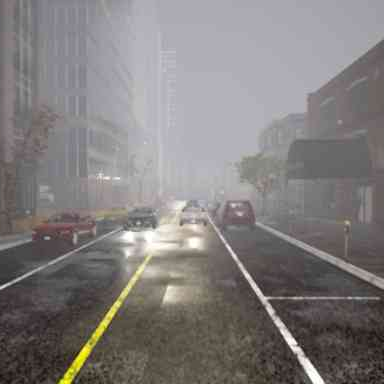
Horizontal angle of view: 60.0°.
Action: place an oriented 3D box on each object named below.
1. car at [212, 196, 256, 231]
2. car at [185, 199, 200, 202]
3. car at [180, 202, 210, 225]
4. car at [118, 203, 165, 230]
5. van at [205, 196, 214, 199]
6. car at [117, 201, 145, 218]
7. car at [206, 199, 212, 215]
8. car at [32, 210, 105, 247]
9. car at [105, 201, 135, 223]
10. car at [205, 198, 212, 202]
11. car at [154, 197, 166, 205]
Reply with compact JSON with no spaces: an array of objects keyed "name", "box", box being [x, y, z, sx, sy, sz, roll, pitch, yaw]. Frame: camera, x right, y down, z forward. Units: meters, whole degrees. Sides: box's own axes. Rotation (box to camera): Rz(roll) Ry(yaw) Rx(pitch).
[{"name":"car","box":[2.674,1.359,20.883,2.192,1.841,5.009,-1,0,0]},{"name":"car","box":[0.099,1.621,45.355,1.812,1.442,4.674,0,0,0]},{"name":"car","box":[0.100,1.652,24.373,1.895,1.301,4.718,0,0,0]},{"name":"car","box":[-3.097,1.609,21.167,1.994,1.385,4.181,0,0,0]},{"name":"van","box":[2.674,1.443,48.555,1.690,1.788,3.998,-1,0,0]},{"name":"car","box":[-5.703,1.593,31.793,1.752,1.417,4.829,-1,0,0]},{"name":"car","box":[2.678,1.633,31.951,1.947,1.339,4.313,-1,0,0]},{"name":"car","box":[-5.702,1.578,15.358,1.887,1.381,4.507,-1,0,0]},{"name":"car","box":[-5.703,1.581,26.258,1.752,1.417,4.829,-1,0,0]},{"name":"car","box":[2.678,1.661,37.485,1.802,1.307,4.206,-1,0,0]},{"name":"car","box":[-5.705,1.566,59.638,1.967,1.590,4.097,-1,0,0]}]
